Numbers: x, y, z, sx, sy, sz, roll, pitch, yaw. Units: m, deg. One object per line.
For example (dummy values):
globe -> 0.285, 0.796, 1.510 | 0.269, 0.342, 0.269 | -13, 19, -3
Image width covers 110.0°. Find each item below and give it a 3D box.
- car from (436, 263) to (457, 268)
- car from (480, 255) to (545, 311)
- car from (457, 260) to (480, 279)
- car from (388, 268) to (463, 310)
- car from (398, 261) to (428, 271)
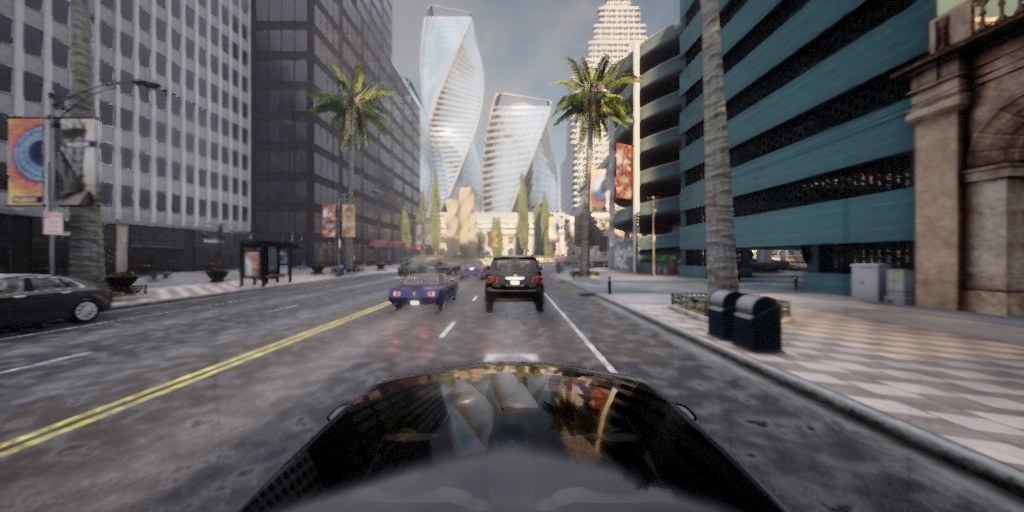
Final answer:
car -> -6.683, 1.371, 38.200 | 1.895, 1.301, 4.718 | 0, 0, 5
car -> 0.099, 0.979, 14.730 | 2.150, 2.045, 5.566 | 0, 0, 0
car -> -3.358, 1.119, 32.450 | 2.097, 1.767, 4.553 | 0, 0, 1
car -> -3.407, 1.358, 14.777 | 1.895, 1.301, 4.718 | 0, 0, 0
car -> -10.155, 1.275, 37.078 | 1.837, 1.490, 4.892 | 0, 0, 5
